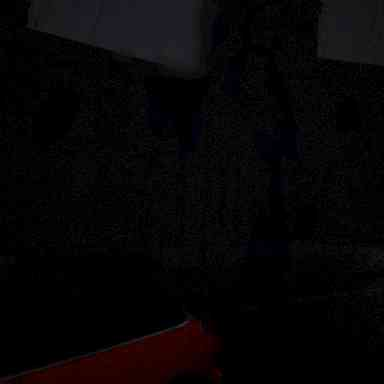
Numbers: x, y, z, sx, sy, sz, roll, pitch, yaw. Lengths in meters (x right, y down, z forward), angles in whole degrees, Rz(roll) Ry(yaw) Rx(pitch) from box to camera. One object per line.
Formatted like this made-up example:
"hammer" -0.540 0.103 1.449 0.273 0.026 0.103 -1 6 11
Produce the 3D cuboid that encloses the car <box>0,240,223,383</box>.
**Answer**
"car" -2.003 1.331 2.308 4.553 1.767 2.097 0 0 -34
